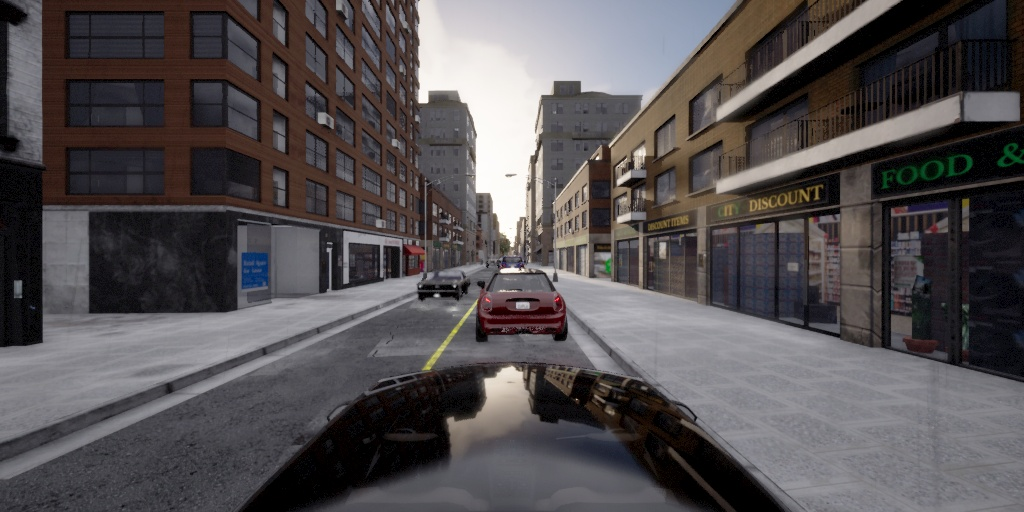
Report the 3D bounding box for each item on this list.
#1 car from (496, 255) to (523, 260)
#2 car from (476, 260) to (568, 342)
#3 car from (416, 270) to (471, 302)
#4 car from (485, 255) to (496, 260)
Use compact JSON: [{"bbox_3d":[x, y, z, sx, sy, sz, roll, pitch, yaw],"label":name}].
[{"bbox_3d":[0.038,0.976,31.104,2.150,2.045,5.566,0,0,0],"label":"car"},{"bbox_3d":[0.115,1.102,9.958,2.097,1.767,4.553,0,0,-3],"label":"car"},{"bbox_3d":[-3.134,1.351,17.195,1.895,1.301,4.718,0,0,0],"label":"car"},{"bbox_3d":[-3.121,0.909,59.267,2.150,2.045,5.566,0,0,0],"label":"car"}]
